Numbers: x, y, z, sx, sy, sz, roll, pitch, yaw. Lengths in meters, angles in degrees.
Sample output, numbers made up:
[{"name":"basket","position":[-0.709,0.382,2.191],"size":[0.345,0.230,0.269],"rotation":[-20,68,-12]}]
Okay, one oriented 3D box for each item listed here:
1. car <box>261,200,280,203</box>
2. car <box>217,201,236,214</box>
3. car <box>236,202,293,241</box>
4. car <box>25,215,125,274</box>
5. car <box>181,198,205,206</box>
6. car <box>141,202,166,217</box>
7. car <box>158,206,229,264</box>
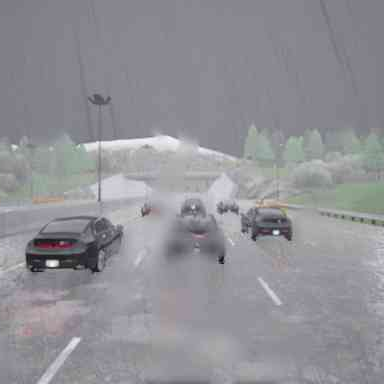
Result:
[{"name":"car","position":[7.096,1.433,30.608],"size":[1.882,1.535,5.008],"rotation":[0,0,0]},{"name":"car","position":[3.596,1.549,34.257],"size":[1.895,1.301,4.718],"rotation":[0,0,0]},{"name":"car","position":[3.599,1.480,16.652],"size":[1.837,1.490,4.892],"rotation":[0,0,0]},{"name":"car","position":[-3.402,1.488,10.516],"size":[1.837,1.490,4.892],"rotation":[0,0,0]},{"name":"car","position":[0.097,1.307,29.665],"size":[2.097,1.767,4.553],"rotation":[0,0,0]},{"name":"car","position":[-3.404,1.554,30.265],"size":[1.895,1.301,4.718],"rotation":[0,0,0]},{"name":"car","position":[0.098,1.473,11.785],"size":[2.128,1.511,4.902],"rotation":[0,0,0]}]
